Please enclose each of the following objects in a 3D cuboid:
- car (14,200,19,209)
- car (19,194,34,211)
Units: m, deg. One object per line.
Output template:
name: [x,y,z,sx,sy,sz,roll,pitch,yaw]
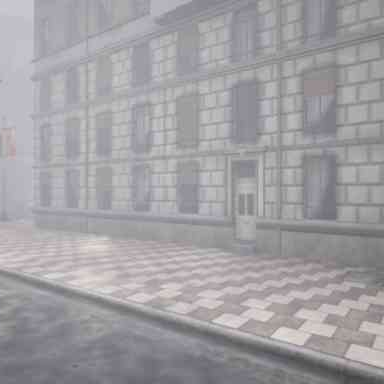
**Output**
car: [-19.281,1.221,41.826,2.150,2.045,5.566,0,0,36]
car: [-17.089,1.352,38.878,2.097,1.767,4.553,0,0,36]
